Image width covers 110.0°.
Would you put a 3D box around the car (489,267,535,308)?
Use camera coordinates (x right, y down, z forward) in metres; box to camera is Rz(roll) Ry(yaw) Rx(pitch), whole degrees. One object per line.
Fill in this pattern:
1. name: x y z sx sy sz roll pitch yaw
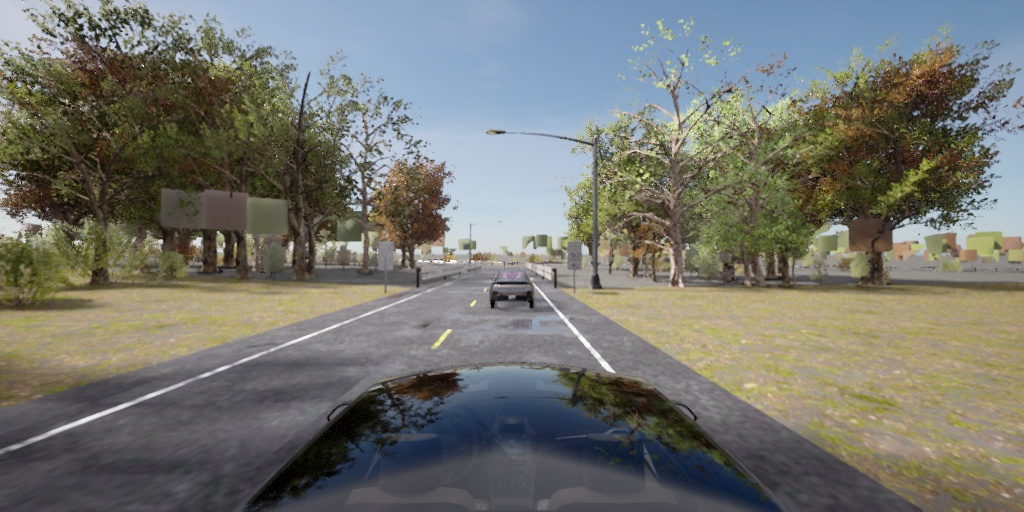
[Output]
1. car: 0.005 1.383 16.132 2.128 1.511 4.902 0 0 0
